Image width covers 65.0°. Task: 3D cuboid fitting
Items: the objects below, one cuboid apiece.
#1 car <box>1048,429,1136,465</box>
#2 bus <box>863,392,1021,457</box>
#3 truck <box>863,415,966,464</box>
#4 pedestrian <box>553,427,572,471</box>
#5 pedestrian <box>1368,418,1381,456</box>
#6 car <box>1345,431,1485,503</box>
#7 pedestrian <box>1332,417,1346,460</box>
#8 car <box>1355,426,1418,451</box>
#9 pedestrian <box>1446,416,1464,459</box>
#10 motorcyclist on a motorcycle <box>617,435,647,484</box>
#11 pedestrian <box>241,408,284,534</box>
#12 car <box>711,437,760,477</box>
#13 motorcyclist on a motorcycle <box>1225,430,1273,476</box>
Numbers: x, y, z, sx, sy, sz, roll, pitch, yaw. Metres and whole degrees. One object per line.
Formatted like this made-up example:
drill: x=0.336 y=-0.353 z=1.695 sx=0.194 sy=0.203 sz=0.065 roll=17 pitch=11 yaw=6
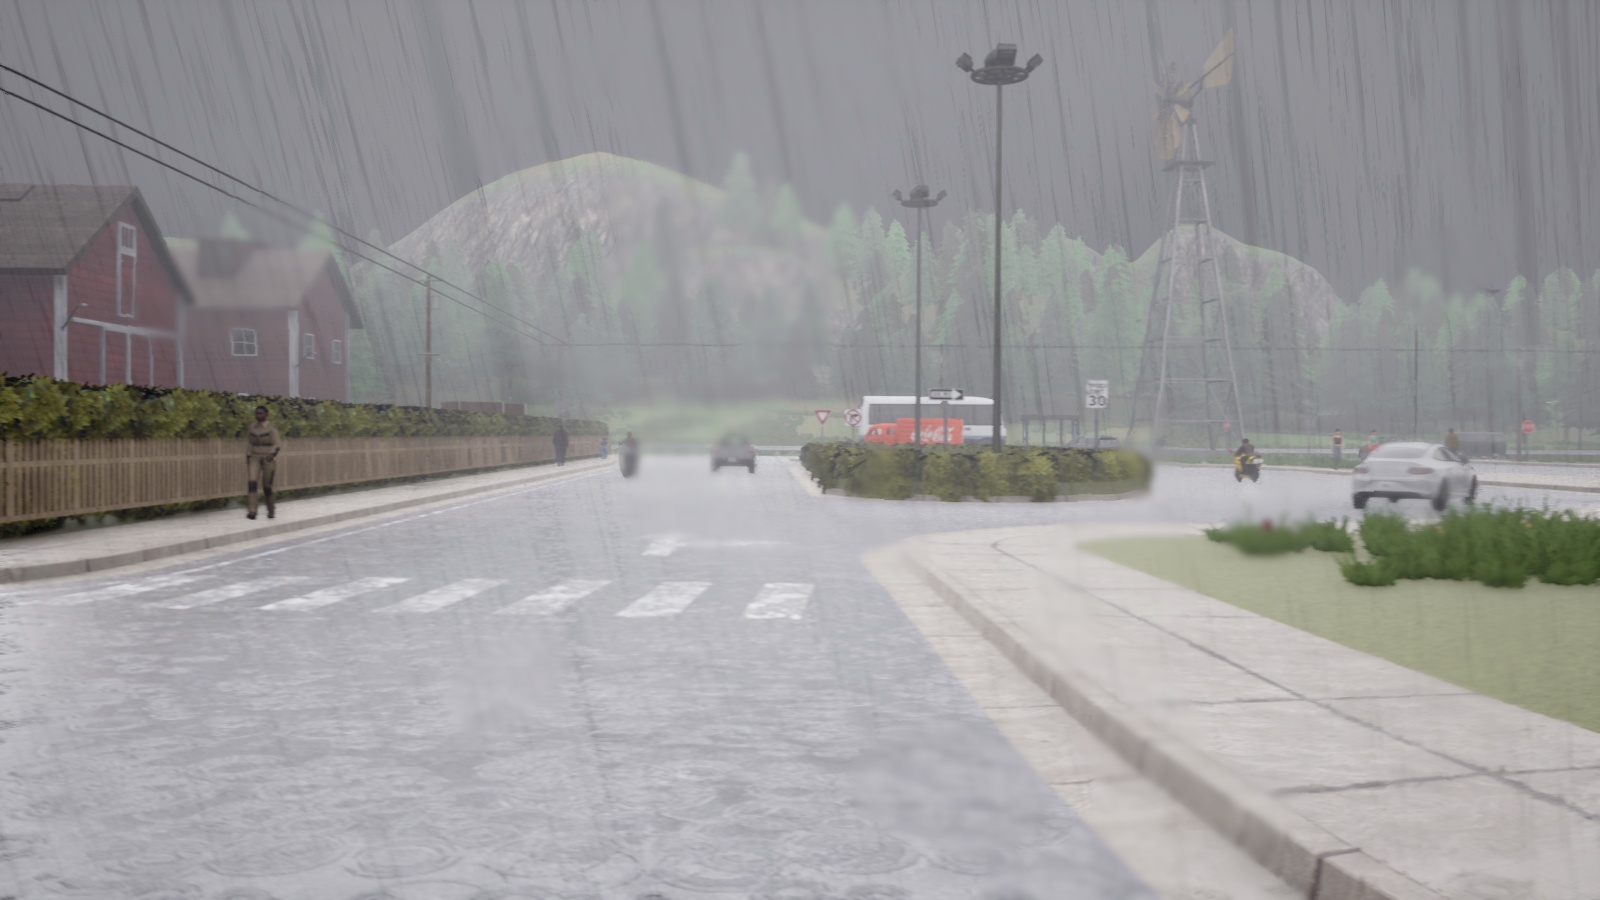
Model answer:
car: x=13.814 y=-0.160 z=59.731 sx=2.033 sy=1.649 sz=4.856 roll=-1 pitch=1 yaw=-14
bus: x=9.656 y=-1.732 z=86.364 sx=10.273 sy=4.253 sz=3.944 roll=-1 pitch=1 yaw=-2
truck: x=6.126 y=-0.564 z=66.706 sx=5.204 sy=2.467 sz=2.627 roll=-1 pitch=1 yaw=11
pedestrian: x=-10.052 y=-0.060 z=53.131 sx=0.634 sy=1.844 sz=0.899 roll=-1 pitch=1 yaw=-4
pedestrian: x=28.542 y=-0.649 z=62.355 sx=0.345 sy=1.836 sz=0.594 roll=-1 pitch=1 yaw=-2
car: x=13.747 y=0.314 z=27.930 sx=1.812 sy=1.442 sz=4.674 roll=0 pitch=1 yaw=39
pedestrian: x=23.165 y=-0.483 z=53.977 sx=0.345 sy=1.836 sz=0.594 roll=-1 pitch=1 yaw=-2
car: x=38.941 y=-0.786 z=83.435 sx=1.851 sy=1.617 sz=3.988 roll=-1 pitch=1 yaw=-9
pedestrian: x=28.502 y=-0.557 z=54.631 sx=0.431 sy=1.840 sz=0.709 roll=-1 pitch=1 yaw=2
motorcyclist on a motorcycle: x=-5.820 y=0.296 z=43.611 sx=0.766 sy=1.649 sz=2.350 roll=-1 pitch=1 yaw=-2
pedestrian: x=-8.383 y=0.318 z=19.608 sx=0.396 sy=1.930 sz=0.692 roll=-1 pitch=1 yaw=-5
car: x=-2.517 y=0.243 z=49.975 sx=1.845 sy=1.501 sz=3.633 roll=-1 pitch=1 yaw=-2
motorcyclist on a motorcycle: x=15.062 y=0.085 z=42.146 sx=0.797 sy=1.523 sz=2.044 roll=-1 pitch=1 yaw=-2
